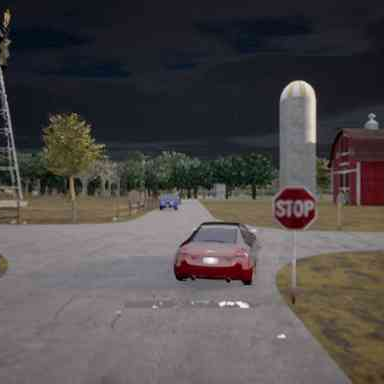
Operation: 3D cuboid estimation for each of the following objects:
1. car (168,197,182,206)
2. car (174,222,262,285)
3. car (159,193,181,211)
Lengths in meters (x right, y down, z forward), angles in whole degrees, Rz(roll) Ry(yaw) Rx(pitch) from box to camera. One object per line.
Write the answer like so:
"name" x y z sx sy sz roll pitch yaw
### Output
"car" -2.794 1.590 56.975 2.033 1.411 5.357 0 0 1
"car" 0.893 1.543 9.619 1.994 1.385 4.181 0 0 13
"car" -2.833 1.203 40.963 2.150 2.045 5.566 0 0 0
